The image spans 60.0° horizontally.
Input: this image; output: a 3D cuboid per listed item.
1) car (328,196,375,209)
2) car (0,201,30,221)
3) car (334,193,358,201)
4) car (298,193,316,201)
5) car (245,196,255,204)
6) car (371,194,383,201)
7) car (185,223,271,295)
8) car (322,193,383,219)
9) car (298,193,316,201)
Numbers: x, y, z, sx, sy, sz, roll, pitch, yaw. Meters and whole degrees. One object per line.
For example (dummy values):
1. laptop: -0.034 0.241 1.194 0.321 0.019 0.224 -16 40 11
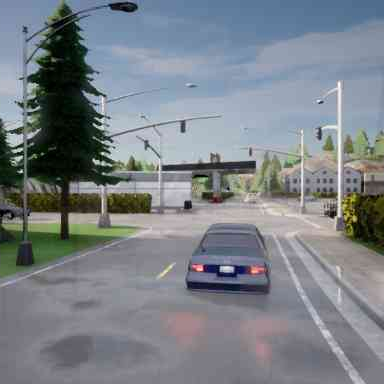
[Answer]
1. car: 20.265 1.330 42.399 5.027 1.636 2.152 0 0 10
2. car: -15.735 1.491 27.255 4.902 1.511 2.128 0 0 10
3. car: 34.573 1.097 74.686 4.605 1.855 1.932 0 0 10
4. car: 26.218 1.361 76.135 3.806 1.475 1.970 0 0 10
5. car: 11.235 1.526 64.808 1.812 1.442 4.674 0 0 10
6. car: 45.645 1.298 79.766 4.514 1.523 2.007 0 0 10
7. car: 1.095 1.547 8.929 2.033 1.411 5.357 0 0 10
8. car: 13.242 1.221 26.096 5.566 2.045 2.150 0 0 10
9. car: 27.402 1.077 79.301 3.866 1.878 1.905 0 0 10
